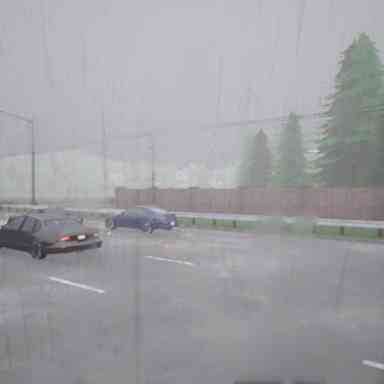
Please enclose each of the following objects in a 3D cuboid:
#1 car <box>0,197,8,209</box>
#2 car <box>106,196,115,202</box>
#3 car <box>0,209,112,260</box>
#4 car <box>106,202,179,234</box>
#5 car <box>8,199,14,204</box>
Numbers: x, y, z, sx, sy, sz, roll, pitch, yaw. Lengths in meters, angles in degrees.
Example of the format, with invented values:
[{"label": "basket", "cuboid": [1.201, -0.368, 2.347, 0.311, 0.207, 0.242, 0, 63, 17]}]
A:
[{"label": "car", "cuboid": [-19.954, 1.144, 31.133, 5.566, 2.045, 2.150, 0, 0, 36]}, {"label": "car", "cuboid": [-11.363, 1.128, 55.100, 5.566, 2.045, 2.150, 0, 0, -29]}, {"label": "car", "cuboid": [-5.649, 1.521, 12.323, 5.357, 1.411, 2.033, 0, 0, 36]}, {"label": "car", "cuboid": [-2.896, 1.495, 18.940, 4.674, 1.442, 1.812, 0, 0, 35]}, {"label": "car", "cuboid": [-28.493, 1.410, 48.190, 4.674, 1.442, 1.812, 0, 0, -11]}]
